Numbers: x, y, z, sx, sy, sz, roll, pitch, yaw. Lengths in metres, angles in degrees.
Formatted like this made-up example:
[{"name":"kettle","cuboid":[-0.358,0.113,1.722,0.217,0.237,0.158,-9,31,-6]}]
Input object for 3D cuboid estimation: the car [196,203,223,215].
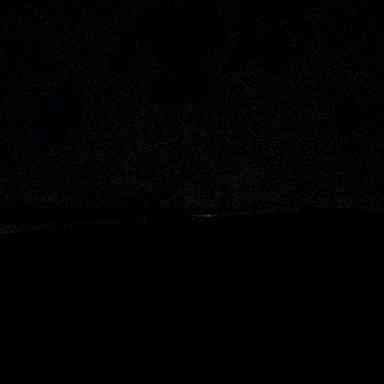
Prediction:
[{"name":"car","cuboid":[2.460,2.338,46.216,1.882,1.535,5.008,-1,-2,35]}]
